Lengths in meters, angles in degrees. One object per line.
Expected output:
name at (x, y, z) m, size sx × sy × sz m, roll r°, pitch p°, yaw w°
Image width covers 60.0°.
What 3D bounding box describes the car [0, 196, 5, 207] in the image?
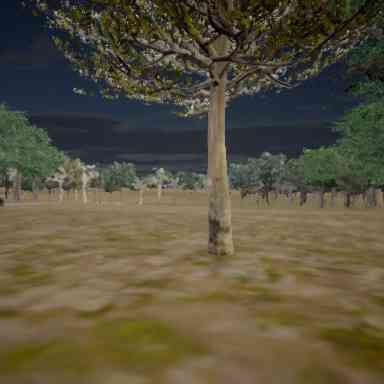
car at (-34.469, 1.403, 57.839) m, size 2.150 × 2.045 × 5.566 m, roll 1°, pitch -1°, yaw -12°
